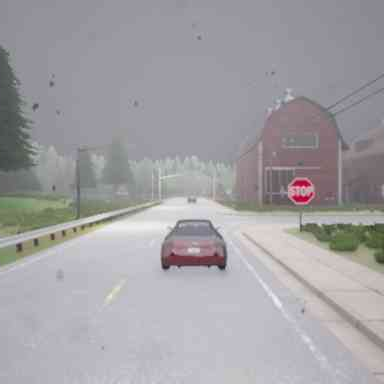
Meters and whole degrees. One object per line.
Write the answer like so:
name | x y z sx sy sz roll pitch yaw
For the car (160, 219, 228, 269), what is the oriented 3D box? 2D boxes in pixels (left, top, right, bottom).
car | 0.065 1.581 11.159 1.994 1.385 4.181 0 0 0

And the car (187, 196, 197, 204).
car | -0.012 1.578 66.440 1.882 1.535 5.008 0 0 0
